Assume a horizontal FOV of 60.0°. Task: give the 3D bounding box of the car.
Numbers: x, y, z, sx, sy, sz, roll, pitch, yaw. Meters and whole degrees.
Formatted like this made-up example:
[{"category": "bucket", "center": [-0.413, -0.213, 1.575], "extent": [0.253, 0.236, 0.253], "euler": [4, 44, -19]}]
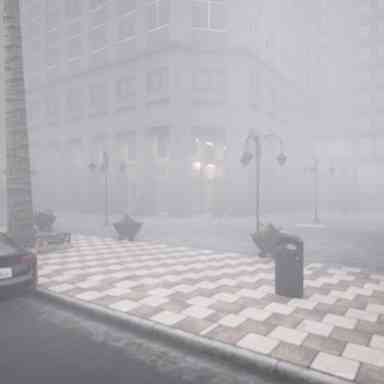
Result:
[{"category": "car", "center": [-5.313, 1.504, 7.246], "extent": [4.786, 1.482, 2.161], "euler": [0, 0, 35]}]
